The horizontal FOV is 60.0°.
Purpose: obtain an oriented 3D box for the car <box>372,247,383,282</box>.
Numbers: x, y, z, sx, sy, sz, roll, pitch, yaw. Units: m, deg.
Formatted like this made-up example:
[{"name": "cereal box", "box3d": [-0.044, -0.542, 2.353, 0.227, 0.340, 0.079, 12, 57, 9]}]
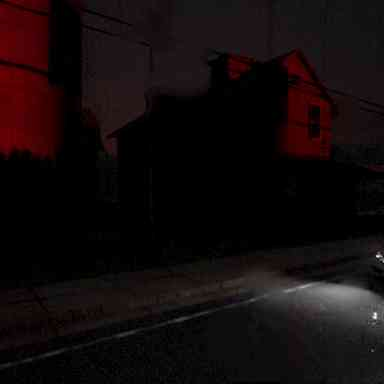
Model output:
[{"name": "car", "box3d": [6.580, 1.543, 8.661, 4.674, 1.442, 1.812, 0, 0, -35]}]
